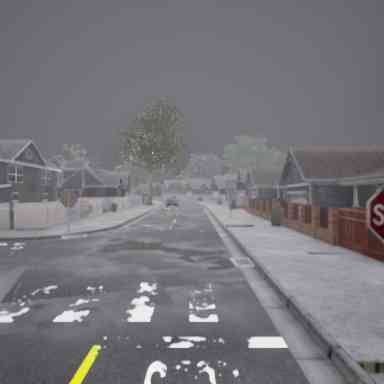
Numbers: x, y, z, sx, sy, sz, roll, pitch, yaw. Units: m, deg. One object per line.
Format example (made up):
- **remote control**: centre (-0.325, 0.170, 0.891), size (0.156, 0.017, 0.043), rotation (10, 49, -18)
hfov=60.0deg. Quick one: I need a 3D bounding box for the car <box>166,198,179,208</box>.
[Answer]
- **car**: centre (-2.746, 1.499, 47.756), size (2.033, 1.411, 5.357), rotation (0, 0, -1)
